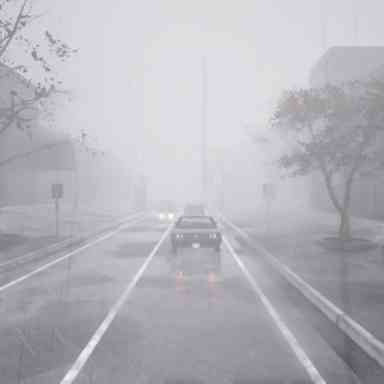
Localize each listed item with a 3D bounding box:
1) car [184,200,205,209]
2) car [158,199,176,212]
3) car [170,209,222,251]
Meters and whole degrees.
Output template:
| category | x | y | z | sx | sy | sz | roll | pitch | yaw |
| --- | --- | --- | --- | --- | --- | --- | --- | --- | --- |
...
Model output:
| category | x | y | z | sx | sy | sz | roll | pitch | yaw |
| --- | --- | --- | --- | --- | --- | --- | --- | --- | --- |
| car | 0.238 | 1.564 | 32.609 | 1.882 | 1.535 | 5.008 | 0 | 0 | 0 |
| car | -2.922 | 1.594 | 39.475 | 2.128 | 1.511 | 4.902 | 0 | 0 | 0 |
| car | 0.159 | 1.639 | 14.218 | 1.895 | 1.301 | 4.718 | 0 | 0 | 0 |
